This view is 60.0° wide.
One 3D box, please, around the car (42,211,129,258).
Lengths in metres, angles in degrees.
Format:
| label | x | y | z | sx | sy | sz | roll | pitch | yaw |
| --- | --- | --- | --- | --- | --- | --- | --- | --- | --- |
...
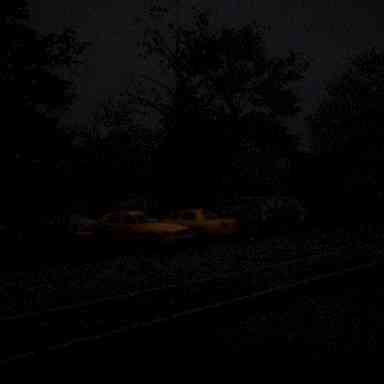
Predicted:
| label | x | y | z | sx | sy | sz | roll | pitch | yaw |
| --- | --- | --- | --- | --- | --- | --- | --- | --- | --- |
| car | -4.916 | 1.532 | 12.695 | 4.674 | 1.452 | 2.002 | -1 | 0 | 34 |

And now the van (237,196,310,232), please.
| label | x | y | z | sx | sy | sz | roll | pitch | yaw |
| --- | --- | --- | --- | --- | --- | --- | --- | --- | --- |
| van | 4.662 | 1.235 | 19.737 | 4.442 | 1.987 | 1.878 | -1 | -1 | 33 |

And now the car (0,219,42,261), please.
| label | x | y | z | sx | sy | sz | roll | pitch | yaw |
| --- | --- | --- | --- | --- | --- | --- | --- | --- | --- |
| car | -7.311 | 1.539 | 10.954 | 4.674 | 1.452 | 2.002 | -1 | 0 | 34 |

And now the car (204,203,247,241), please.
| label | x | y | z | sx | sy | sz | roll | pitch | yaw |
| --- | --- | --- | --- | --- | --- | --- | --- | --- | --- |
| car | -0.311 | 1.477 | 16.320 | 5.366 | 1.575 | 1.946 | -1 | 0 | 33 |

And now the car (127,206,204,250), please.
| label | x | y | z | sx | sy | sz | roll | pitch | yaw |
| --- | --- | --- | --- | --- | --- | --- | --- | --- | --- |
| car | -2.375 | 1.479 | 14.353 | 5.366 | 1.575 | 1.946 | -1 | -1 | 34 |

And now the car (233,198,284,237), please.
| label | x | y | z | sx | sy | sz | roll | pitch | yaw |
| --- | --- | --- | --- | --- | --- | --- | --- | --- | --- |
| car | 2.236 | 1.344 | 17.981 | 4.553 | 1.767 | 2.185 | -1 | 0 | 33 |
